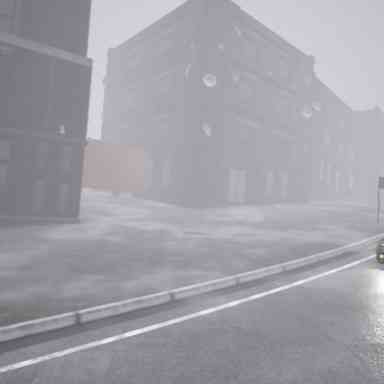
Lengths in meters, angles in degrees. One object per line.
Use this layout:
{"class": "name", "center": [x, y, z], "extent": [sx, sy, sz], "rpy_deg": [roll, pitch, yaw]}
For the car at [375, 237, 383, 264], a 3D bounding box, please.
{"class": "car", "center": [7.509, 1.561, 10.629], "extent": [4.181, 1.385, 1.994], "rpy_deg": [-1, 1, -44]}
